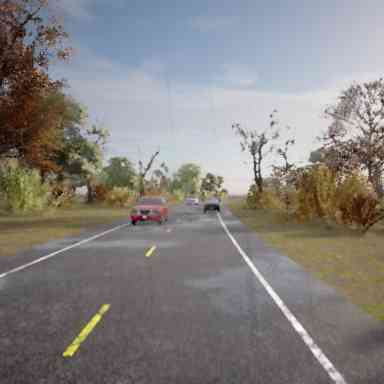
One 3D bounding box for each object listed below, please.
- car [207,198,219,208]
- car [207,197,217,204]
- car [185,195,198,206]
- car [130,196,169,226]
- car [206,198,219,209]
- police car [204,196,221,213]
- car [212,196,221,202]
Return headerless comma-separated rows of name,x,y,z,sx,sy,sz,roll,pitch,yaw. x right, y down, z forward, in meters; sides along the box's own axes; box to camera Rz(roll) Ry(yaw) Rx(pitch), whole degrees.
car,3.650,1.781,55.951,1.882,1.535,5.008,0,0,5
car,4.452,1.823,73.980,1.812,1.442,4.674,0,-1,7
car,0.027,1.638,65.605,2.150,2.045,5.566,0,0,6
car,-3.046,1.326,24.940,2.150,2.045,5.566,0,0,2
car,3.133,1.739,50.000,1.882,1.535,5.008,0,0,5
police car,2.407,1.624,40.181,1.930,1.638,5.238,0,0,4
car,6.921,1.986,92.301,2.128,1.511,4.902,0,-1,9
